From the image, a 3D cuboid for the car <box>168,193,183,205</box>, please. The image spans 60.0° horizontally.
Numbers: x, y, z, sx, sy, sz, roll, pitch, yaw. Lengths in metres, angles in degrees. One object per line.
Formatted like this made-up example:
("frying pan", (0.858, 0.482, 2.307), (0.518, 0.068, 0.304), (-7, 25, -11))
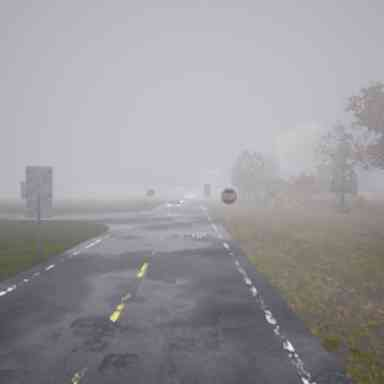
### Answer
("car", (-2.753, 1.251, 52.414), (1.812, 1.442, 4.674), (0, 2, 0))
